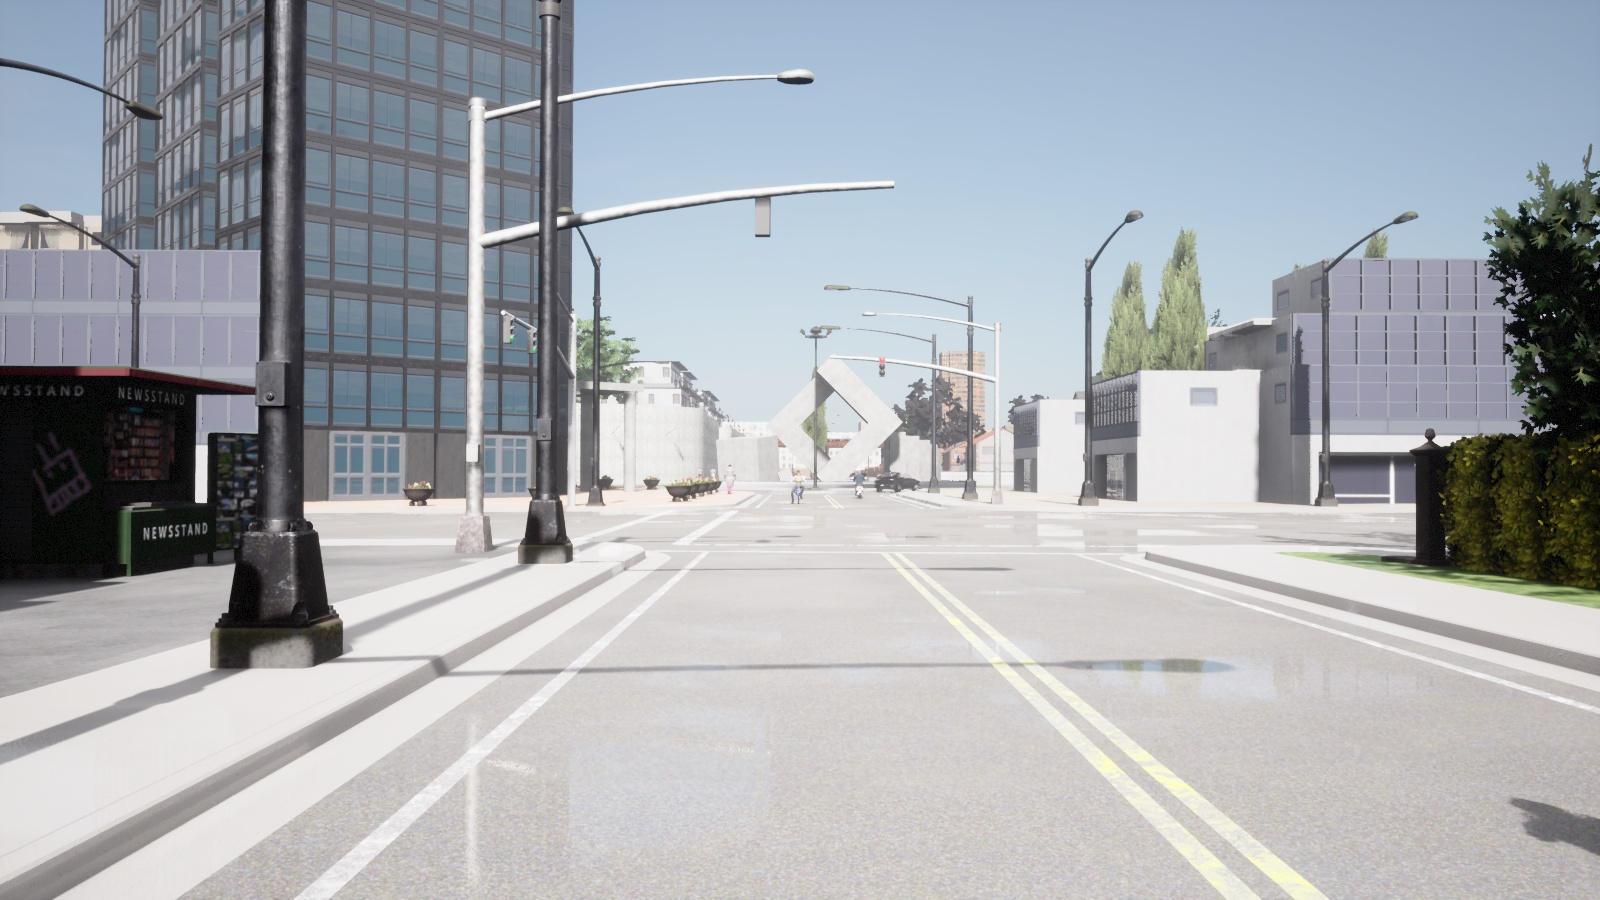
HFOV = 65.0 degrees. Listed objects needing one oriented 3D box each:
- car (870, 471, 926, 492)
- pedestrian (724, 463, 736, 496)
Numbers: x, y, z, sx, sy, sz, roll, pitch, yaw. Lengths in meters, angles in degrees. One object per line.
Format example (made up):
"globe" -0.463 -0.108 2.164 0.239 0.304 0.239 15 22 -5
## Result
"car" 7.354 2.307 93.480 2.128 1.511 4.902 -1 -1 32
"pedestrian" -4.220 1.762 75.567 0.659 1.952 0.873 0 -1 -8
